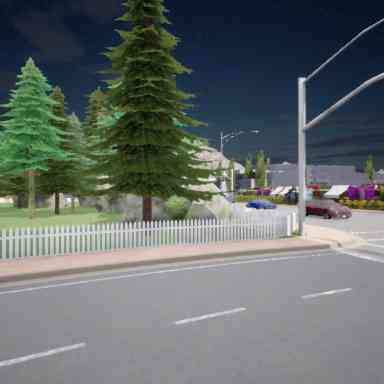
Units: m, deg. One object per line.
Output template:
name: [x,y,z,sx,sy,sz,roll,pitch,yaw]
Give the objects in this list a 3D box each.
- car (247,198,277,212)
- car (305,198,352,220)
car: [8.461,1.533,40.381,1.882,1.535,5.008,0,0,-17]
car: [11.768,1.407,29.250,2.097,1.767,4.553,0,0,-17]
